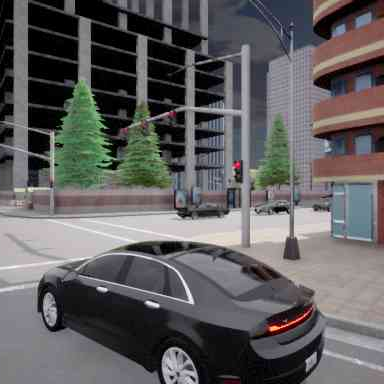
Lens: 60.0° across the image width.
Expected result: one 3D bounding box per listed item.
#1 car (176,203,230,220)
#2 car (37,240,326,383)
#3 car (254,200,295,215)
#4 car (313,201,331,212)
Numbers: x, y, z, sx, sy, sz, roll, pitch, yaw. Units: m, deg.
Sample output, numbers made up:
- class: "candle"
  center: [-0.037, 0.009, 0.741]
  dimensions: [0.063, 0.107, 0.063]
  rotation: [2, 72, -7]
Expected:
- class: "car"
  center: [0.987, 1.656, 29.111]
  dimensions: [4.718, 1.301, 1.895]
  rotation: [0, 0, -36]
- class: "car"
  center: [-0.585, 1.505, 5.050]
  dimensions: [4.892, 1.490, 1.837]
  rotation: [0, 0, 41]
- class: "car"
  center: [8.579, 1.547, 34.530]
  dimensions: [4.902, 1.511, 2.128]
  rotation: [0, 0, -35]
- class: "car"
  center: [16.675, 1.407, 40.284]
  dimensions: [4.553, 1.767, 2.097]
  rotation: [0, 0, -35]
